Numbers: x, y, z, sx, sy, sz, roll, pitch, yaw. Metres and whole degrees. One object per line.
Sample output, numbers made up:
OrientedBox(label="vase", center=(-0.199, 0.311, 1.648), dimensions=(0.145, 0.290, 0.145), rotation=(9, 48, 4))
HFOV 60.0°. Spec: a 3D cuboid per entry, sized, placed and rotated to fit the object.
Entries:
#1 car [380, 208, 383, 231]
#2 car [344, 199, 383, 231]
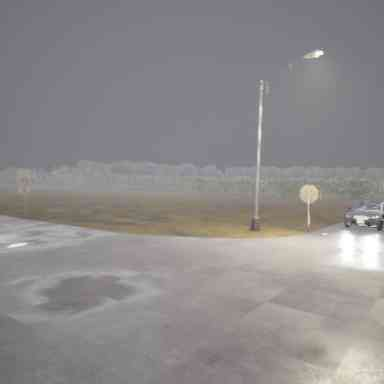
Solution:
OrientedBox(label="car", center=(9.853, 1.372, 14.027), dimensions=(2.128, 1.511, 4.902), rotation=(3, 2, 42))
OrientedBox(label="car", center=(10.247, 1.279, 19.252), dimensions=(2.128, 1.511, 4.902), rotation=(2, 1, 37))
